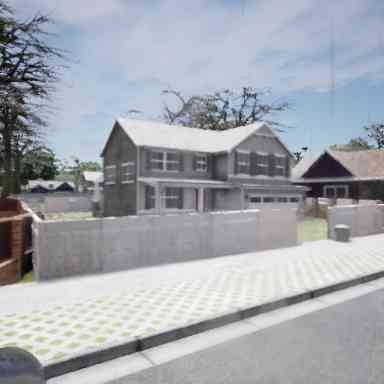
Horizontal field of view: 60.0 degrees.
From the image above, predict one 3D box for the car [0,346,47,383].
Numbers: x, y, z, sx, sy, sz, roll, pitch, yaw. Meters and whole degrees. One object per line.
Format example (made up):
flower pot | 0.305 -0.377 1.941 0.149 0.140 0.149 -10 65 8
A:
car | -2.844 1.527 1.009 4.674 1.442 1.812 0 0 -36
